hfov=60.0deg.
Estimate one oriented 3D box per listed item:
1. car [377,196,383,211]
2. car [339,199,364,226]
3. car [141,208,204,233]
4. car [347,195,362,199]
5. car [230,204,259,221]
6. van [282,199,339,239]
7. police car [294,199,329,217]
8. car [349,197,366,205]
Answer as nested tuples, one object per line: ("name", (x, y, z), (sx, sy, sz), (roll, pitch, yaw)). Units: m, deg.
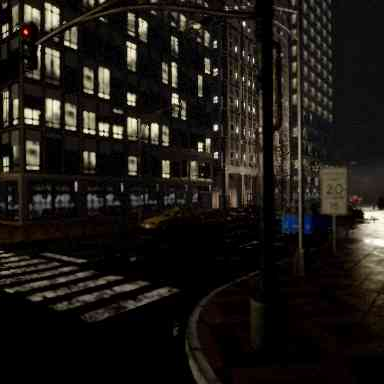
("car", (24.762, 1.417, 41.946), (2.192, 1.841, 5.009), (-1, -1, 38))
("car", (11.192, 1.531, 24.307), (1.967, 1.590, 4.097), (-1, -1, 38))
("car", (-1.159, 1.699, 21.389), (1.752, 1.417, 4.829), (-1, -1, 38))
("car", (28.696, 1.516, 59.981), (2.192, 1.841, 5.009), (-1, -1, 38))
("car", (4.948, 1.756, 29.112), (1.802, 1.307, 4.206), (-1, -1, 38))
("van", (6.230, 1.429, 17.678), (1.690, 1.788, 3.998), (-1, -1, 38))
("police car", (12.557, 1.576, 34.796), (1.930, 1.638, 5.238), (-1, 0, 38))
("car", (32.091, 1.758, 64.388), (2.008, 1.369, 4.403), (-1, -1, 38))
